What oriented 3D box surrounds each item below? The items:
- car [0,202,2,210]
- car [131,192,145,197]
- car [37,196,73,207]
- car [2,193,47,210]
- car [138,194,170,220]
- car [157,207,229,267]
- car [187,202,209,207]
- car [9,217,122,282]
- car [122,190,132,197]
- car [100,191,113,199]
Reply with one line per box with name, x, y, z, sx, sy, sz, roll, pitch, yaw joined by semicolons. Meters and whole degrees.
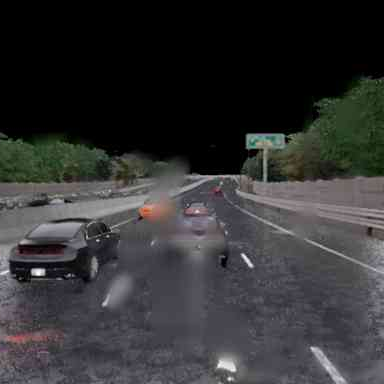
car;-20.598;1.451;32.998;1.812;1.442;4.674;0;0;2
car;-11.606;0.637;74.517;1.812;1.442;4.674;0;1;4
car;-13.569;1.446;33.976;1.812;1.442;4.674;0;0;2
car;-17.041;1.131;34.974;2.150;2.045;5.566;0;1;2
car;-3.036;1.323;27.790;2.097;1.767;4.553;0;0;1
car;0.177;1.492;11.476;2.128;1.511;4.902;0;0;1
car;0.487;1.532;28.701;1.994;1.385;4.181;0;0;1
car;-3.341;1.504;9.698;1.837;1.490;4.892;0;0;0
car;-14.927;0.413;77.369;2.128;1.511;4.902;0;1;4
car;-18.702;0.667;73.165;1.837;1.490;4.892;0;1;3
